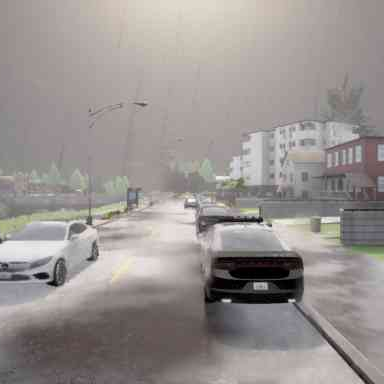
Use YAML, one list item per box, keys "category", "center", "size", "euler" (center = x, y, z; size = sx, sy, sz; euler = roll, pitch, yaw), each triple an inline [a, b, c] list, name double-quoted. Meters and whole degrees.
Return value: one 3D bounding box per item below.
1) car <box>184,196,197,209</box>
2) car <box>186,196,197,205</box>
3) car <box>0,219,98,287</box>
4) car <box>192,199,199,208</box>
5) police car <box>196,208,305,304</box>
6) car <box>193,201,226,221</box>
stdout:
- category: "car"
  center: [-0.044, 1.564, 45.756]
  size: [1.994, 1.385, 4.181]
  euler: [0, 0, 0]
- category: "car"
  center: [-0.088, 1.478, 59.082]
  size: [1.882, 1.535, 5.008]
  euler: [0, 0, 0]
- category: "car"
  center: [-4.015, 1.526, 9.446]
  size: [1.812, 1.442, 4.674]
  euler: [0, 0, 0]
- category: "car"
  center: [1.163, 1.506, 24.241]
  size: [1.837, 1.490, 4.892]
  euler: [0, 0, 0]
- category: "police car"
  center: [1.187, 1.425, 8.351]
  size: [1.930, 1.638, 5.238]
  euler: [0, 0, 0]
- category: "car"
  center: [1.172, 1.478, 18.241]
  size: [1.882, 1.535, 5.008]
  euler: [0, 0, 0]
